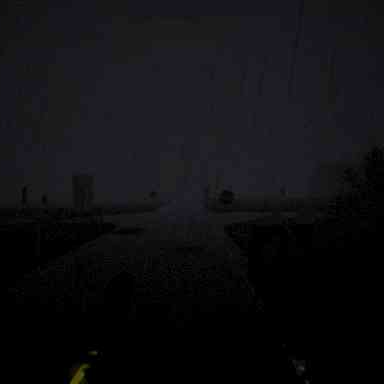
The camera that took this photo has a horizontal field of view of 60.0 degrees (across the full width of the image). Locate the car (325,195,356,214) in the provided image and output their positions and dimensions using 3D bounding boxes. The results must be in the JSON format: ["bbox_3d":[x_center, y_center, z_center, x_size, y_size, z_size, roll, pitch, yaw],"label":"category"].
[{"bbox_3d":[13.921,1.031,28.493,4.553,1.767,2.097,-1,1,1],"label":"car"}]

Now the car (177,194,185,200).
[{"bbox_3d":[-2.737,1.181,80.599,2.033,1.411,5.357,0,0,0],"label":"car"}]
